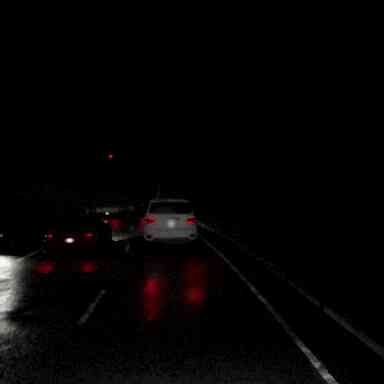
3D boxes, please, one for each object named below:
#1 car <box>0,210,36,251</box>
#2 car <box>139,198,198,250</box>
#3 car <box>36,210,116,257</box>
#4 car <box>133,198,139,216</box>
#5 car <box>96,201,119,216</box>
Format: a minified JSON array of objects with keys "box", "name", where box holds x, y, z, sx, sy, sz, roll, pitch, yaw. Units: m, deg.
[{"box":[-8.320,1.622,14.673,1.837,1.490,4.892,0,0,-8],"name":"car"},{"box":[-1.090,1.274,14.905,2.150,2.045,5.566,0,-1,-7],"name":"car"},{"box":[-4.459,1.652,13.507,1.994,1.385,4.181,0,0,-6],"name":"car"},{"box":[-4.345,1.270,30.921,2.128,1.511,4.902,-1,2,-15],"name":"car"},{"box":[-7.619,1.439,29.776,1.895,1.301,4.718,-1,2,-15],"name":"car"}]
